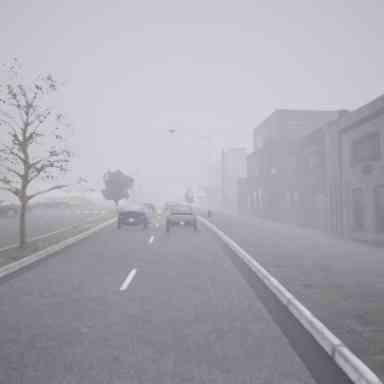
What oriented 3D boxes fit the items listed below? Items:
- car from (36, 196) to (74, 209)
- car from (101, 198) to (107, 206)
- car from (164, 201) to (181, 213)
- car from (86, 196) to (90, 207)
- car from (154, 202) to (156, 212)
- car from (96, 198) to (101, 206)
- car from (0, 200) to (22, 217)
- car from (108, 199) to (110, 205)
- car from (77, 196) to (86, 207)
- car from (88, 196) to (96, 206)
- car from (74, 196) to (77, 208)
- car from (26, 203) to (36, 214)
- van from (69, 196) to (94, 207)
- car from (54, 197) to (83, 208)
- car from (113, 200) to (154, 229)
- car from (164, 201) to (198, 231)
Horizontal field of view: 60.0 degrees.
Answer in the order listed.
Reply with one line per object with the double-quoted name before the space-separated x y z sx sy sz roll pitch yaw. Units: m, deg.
"car" -20.384 1.727 48.624 5.008 1.535 2.097 0 -1 -26
"car" -23.559 2.487 78.143 5.366 1.575 1.946 0 -2 -26
"car" -2.479 1.804 41.162 1.895 1.301 4.718 0 -1 -6
"car" -21.594 2.002 60.463 4.674 1.452 2.002 0 -2 -26
"car" -5.657 1.734 42.743 1.812 1.442 4.674 0 -1 -6
"car" -22.518 1.951 69.338 5.566 2.045 2.435 0 -1 -26
"car" -18.601 1.549 30.880 5.008 1.535 2.097 0 0 -25
"car" -24.026 2.564 84.144 4.553 1.767 2.185 0 -2 -26
"car" -20.827 1.829 54.632 5.366 1.575 1.946 0 -1 -26
"car" -21.871 1.786 63.450 5.566 2.045 2.435 0 -2 -26
"car" -20.723 1.651 51.575 4.553 1.767 2.185 0 -1 -26
"car" -18.896 1.564 33.828 5.008 1.535 2.097 0 0 -26
"van" -22.091 1.892 66.444 4.442 1.987 1.878 0 -2 -26
"car" -21.321 1.770 57.495 4.553 1.767 2.185 0 -1 -26
"car" -3.804 1.540 22.409 1.882 1.535 5.008 0 0 -4
"car" -0.704 1.557 21.038 2.128 1.511 4.902 0 0 -3
